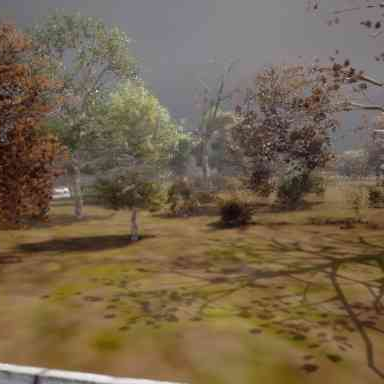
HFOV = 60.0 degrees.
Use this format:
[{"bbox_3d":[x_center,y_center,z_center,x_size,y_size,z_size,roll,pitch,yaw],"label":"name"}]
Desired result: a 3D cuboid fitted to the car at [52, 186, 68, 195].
[{"bbox_3d":[-34.555,-0.430,85.266,2.435,2.045,5.566,-1,3,29],"label":"car"}]
